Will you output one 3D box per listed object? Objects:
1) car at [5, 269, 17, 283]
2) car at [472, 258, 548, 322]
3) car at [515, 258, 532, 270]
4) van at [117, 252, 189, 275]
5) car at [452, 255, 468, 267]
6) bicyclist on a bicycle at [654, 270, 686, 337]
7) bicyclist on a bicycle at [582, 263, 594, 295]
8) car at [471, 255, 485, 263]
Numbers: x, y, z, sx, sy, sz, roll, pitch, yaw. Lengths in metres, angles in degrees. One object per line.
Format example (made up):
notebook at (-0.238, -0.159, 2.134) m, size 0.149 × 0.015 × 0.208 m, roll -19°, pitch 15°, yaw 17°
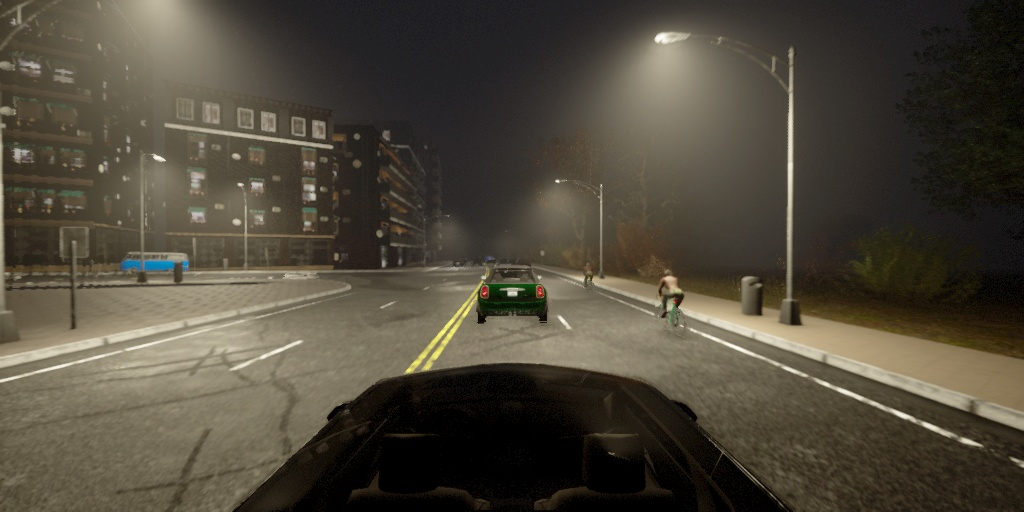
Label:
car at (-28.880, 0.848, 18.350) m, size 4.207 × 1.307 × 1.802 m, roll 0°, pitch 0°, yaw -31°
car at (-0.019, 1.080, 12.262) m, size 2.097 × 1.767 × 4.553 m, roll 0°, pitch 0°, yaw -1°
car at (1.545, 1.112, 50.454) m, size 1.882 × 1.535 × 5.008 m, roll 0°, pitch 0°, yaw -4°
van at (-28.271, 0.608, 28.488) m, size 3.998 × 1.789 × 1.690 m, roll 0°, pitch 0°, yaw -31°
car at (-9.330, 1.108, 62.603) m, size 2.128 × 1.511 × 4.902 m, roll 0°, pitch 0°, yaw -5°
bicyclist on a bicycle at (4.075, 1.184, 9.275) m, size 0.582 × 1.620 × 1.656 m, roll 0°, pitch 0°, yaw -1°
bicyclist on a bicycle at (3.901, 1.163, 18.362) m, size 0.582 × 1.620 × 1.656 m, roll 0°, pitch 0°, yaw -1°
car at (-6.095, 1.114, 62.922) m, size 1.837 × 1.490 × 4.892 m, roll 0°, pitch 0°, yaw -5°
